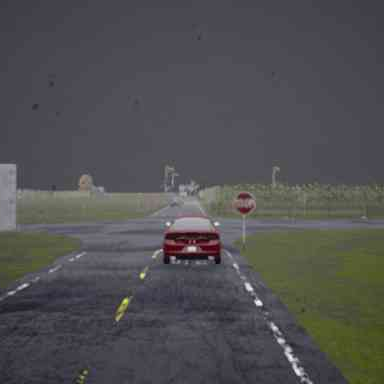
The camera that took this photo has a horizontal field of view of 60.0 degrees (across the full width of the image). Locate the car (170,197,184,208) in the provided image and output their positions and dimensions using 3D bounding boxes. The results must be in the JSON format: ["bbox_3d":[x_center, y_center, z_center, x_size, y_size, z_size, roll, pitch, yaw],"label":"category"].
[{"bbox_3d":[-2.796,1.938,57.479,2.033,1.411,5.357,0,0,1],"label":"car"}]

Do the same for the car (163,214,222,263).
[{"bbox_3d":[0.023,1.569,12.405,1.882,1.535,5.008,0,0,1],"label":"car"}]

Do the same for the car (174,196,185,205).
[{"bbox_3d":[-2.740,1.830,72.878,2.097,1.767,4.553,0,0,0],"label":"car"}]
